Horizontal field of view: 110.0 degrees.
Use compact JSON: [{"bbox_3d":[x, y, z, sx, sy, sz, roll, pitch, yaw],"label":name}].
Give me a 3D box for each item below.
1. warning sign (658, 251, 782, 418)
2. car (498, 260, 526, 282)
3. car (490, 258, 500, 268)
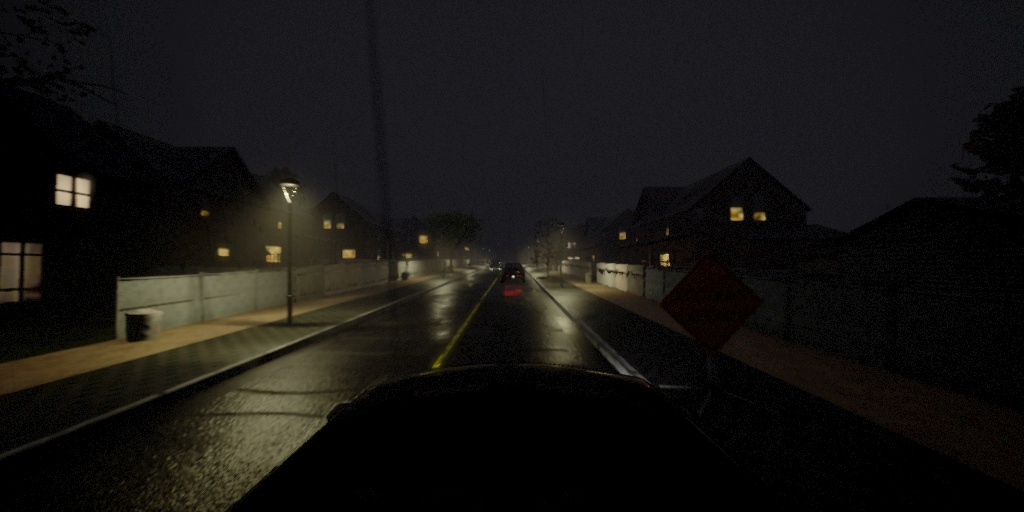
[{"bbox_3d":[2.517,0.867,4.478,1.300,1.860,1.060,0,0,0],"label":"warning sign"},{"bbox_3d":[0.093,1.289,28.922,1.837,1.490,4.892,0,0,0],"label":"car"},{"bbox_3d":[-2.797,1.223,63.921,2.097,1.767,4.553,0,0,0],"label":"car"}]
